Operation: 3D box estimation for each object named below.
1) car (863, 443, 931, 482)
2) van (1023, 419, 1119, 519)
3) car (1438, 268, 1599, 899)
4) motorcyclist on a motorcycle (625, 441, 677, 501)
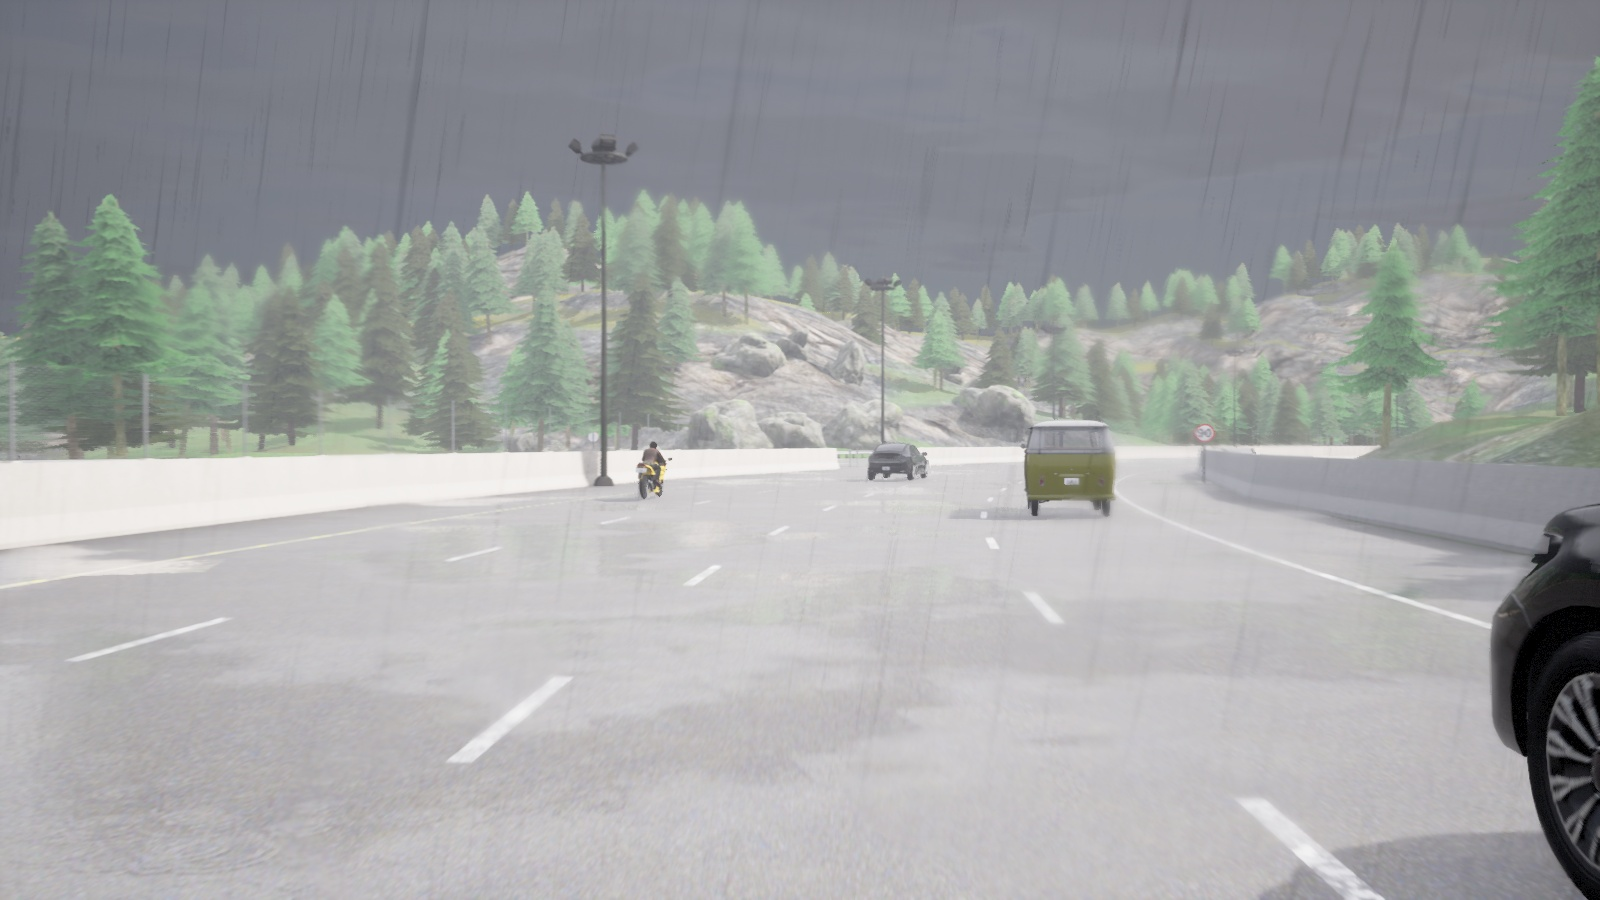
[{"bbox_3d":[4.064,0.474,51.624,1.837,1.490,4.892,0,0,16],"label":"car"},{"bbox_3d":[5.782,0.363,27.236,1.775,1.987,4.442,0,0,9],"label":"van"},{"bbox_3d":[3.538,0.463,2.154,2.150,2.045,5.566,0,0,1],"label":"car"},{"bbox_3d":[-3.912,0.533,33.111,0.797,1.523,2.044,1,0,10],"label":"motorcyclist on a motorcycle"}]
